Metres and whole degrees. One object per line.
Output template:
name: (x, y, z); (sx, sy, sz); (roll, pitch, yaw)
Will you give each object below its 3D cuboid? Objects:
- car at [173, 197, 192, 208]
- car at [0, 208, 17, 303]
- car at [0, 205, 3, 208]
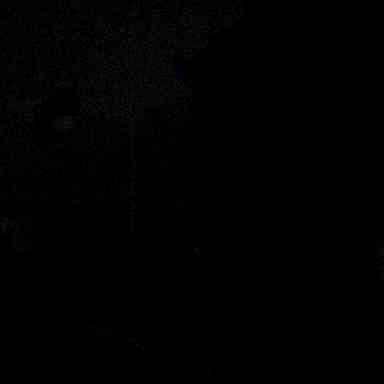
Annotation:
car: (-0.759, 1.366, 45.210); (1.994, 1.385, 4.181); (0, 0, 36)
car: (-5.542, 1.315, 6.758); (5.009, 1.841, 2.192); (0, 0, 35)
car: (-16.245, 1.360, 23.772); (1.882, 1.535, 5.008); (0, 0, 36)
